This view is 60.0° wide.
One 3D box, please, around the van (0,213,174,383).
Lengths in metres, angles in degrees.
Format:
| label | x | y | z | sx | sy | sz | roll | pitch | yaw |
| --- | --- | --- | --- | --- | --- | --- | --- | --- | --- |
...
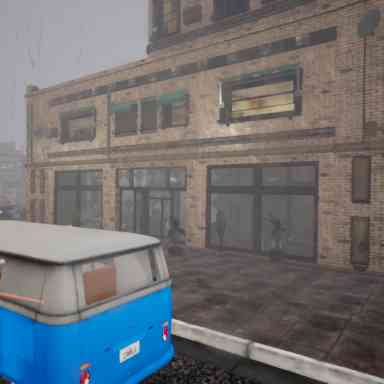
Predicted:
| label | x | y | z | sx | sy | sz | roll | pitch | yaw |
| --- | --- | --- | --- | --- | --- | --- | --- | --- | --- |
| van | -2.124 | 1.340 | 4.363 | 3.998 | 1.788 | 1.690 | 0 | 1 | 35 |

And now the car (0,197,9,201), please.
| label | x | y | z | sx | sy | sz | roll | pitch | yaw |
| --- | --- | --- | --- | --- | --- | --- | --- | --- | --- |
| car | -22.069 | 1.410 | 35.551 | 2.192 | 1.841 | 5.009 | 0 | 0 | 36 |

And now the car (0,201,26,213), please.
| label | x | y | z | sx | sy | sz | roll | pitch | yaw |
| --- | --- | --- | --- | --- | --- | --- | --- | --- | --- |
| car | -15.307 | 1.792 | 30.607 | 1.947 | 1.339 | 4.313 | 0 | 0 | 36 |
